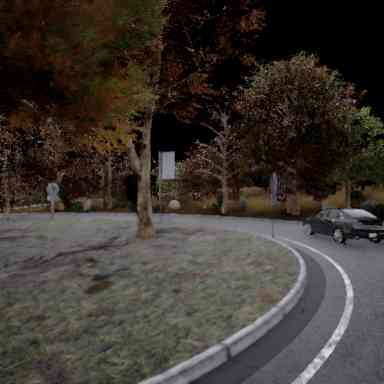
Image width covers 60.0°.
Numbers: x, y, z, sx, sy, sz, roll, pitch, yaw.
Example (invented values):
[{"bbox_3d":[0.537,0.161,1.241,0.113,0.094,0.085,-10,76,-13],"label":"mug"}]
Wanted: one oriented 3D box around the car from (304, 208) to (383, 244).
[{"bbox_3d":[7.078,1.520,15.897,1.837,1.490,4.892,1,-1,-7],"label":"car"}]
